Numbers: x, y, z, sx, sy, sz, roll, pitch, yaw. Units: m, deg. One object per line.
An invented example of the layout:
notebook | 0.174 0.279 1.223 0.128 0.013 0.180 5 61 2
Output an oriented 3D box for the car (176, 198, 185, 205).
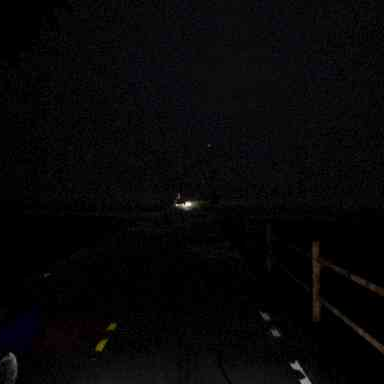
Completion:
car | -2.781 2.289 83.552 2.097 1.767 4.553 0 -1 0

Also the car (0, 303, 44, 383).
car | -2.850 1.629 2.090 1.895 1.301 4.718 0 -1 0
